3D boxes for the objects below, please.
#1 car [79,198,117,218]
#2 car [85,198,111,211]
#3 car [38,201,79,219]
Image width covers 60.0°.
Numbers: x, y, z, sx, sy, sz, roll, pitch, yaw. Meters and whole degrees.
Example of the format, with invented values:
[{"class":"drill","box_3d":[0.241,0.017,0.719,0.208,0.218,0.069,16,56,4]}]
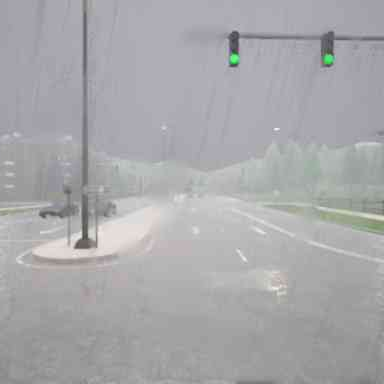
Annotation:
[{"class":"car","box_3d":[-8.077,1.468,29.935,2.128,1.511,4.902,0,0,0]},{"class":"car","box_3d":[-11.495,1.497,40.924,1.812,1.442,4.674,0,0,0]},{"class":"car","box_3d":[-11.580,1.525,29.438,2.033,1.411,5.357,0,0,0]}]
